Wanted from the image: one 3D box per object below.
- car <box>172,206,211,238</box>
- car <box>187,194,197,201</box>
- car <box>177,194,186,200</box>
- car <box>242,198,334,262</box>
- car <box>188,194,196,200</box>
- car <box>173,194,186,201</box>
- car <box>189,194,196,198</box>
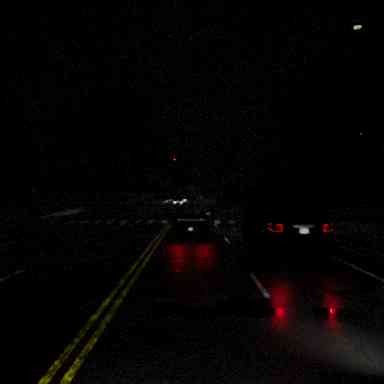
[{"bbox_3d":[-0.028,1.505,17.743,2.128,1.511,4.902,0,0,1],"label":"car"},{"bbox_3d":[-0.038,1.139,70.058,1.812,1.442,4.674,0,0,1],"label":"car"},{"bbox_3d":[-2.622,1.186,83.474,1.895,1.301,4.718,0,0,1],"label":"car"},{"bbox_3d":[3.252,1.227,12.321,2.150,2.045,5.566,0,0,0],"label":"car"},{"bbox_3d":[0.121,1.160,82.865,1.994,1.385,4.181,0,0,1],"label":"car"},{"bbox_3d":[-2.815,1.172,67.985,1.994,1.385,4.181,0,0,1],"label":"car"},{"bbox_3d":[0.244,1.090,92.942,1.895,1.301,4.718,0,0,1],"label":"car"}]
